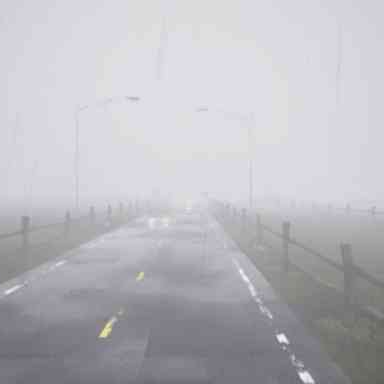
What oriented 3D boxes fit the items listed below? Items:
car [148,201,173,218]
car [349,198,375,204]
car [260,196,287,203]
[{"bbox_3d":[-2.831,1.540,30.254,1.994,1.385,4.181,0,0,0],"label":"car"},{"bbox_3d":[30.048,1.658,58.056,5.008,1.535,1.882,1,-1,-1],"label":"car"},{"bbox_3d":[14.048,1.446,57.878,5.008,1.535,1.882,1,-1,-1],"label":"car"}]
